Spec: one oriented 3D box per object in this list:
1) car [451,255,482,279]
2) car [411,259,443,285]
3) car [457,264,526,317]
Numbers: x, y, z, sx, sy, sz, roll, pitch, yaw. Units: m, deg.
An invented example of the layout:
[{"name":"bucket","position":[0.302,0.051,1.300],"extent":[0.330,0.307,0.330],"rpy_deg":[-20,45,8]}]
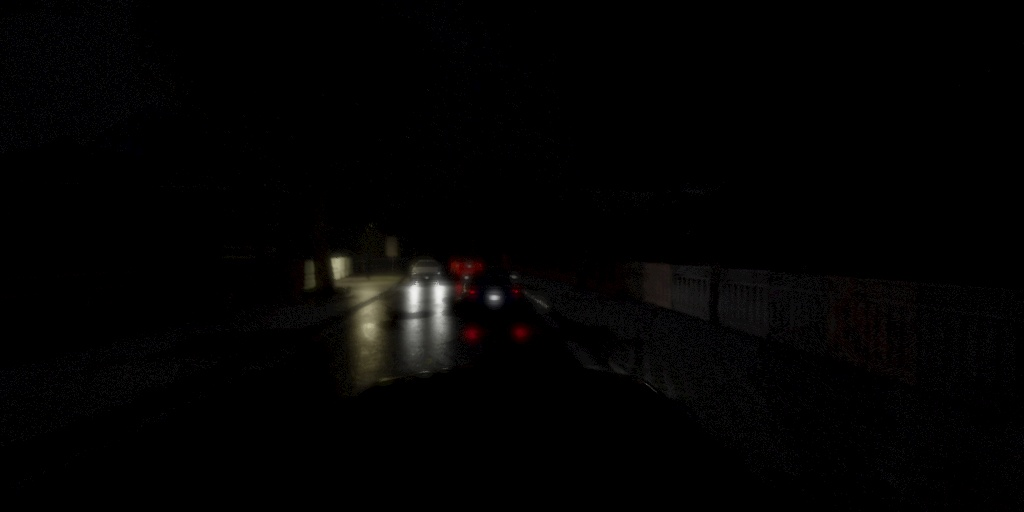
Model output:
[{"name":"car","position":[-3.520,0.714,27.549],"extent":[2.097,1.767,4.553],"rpy_deg":[0,1,-14]},{"name":"car","position":[-5.444,0.956,23.087],"extent":[1.812,1.442,4.674],"rpy_deg":[0,1,-13]},{"name":"car","position":[-0.712,1.157,12.434],"extent":[1.994,1.385,4.181],"rpy_deg":[0,1,-6]}]
